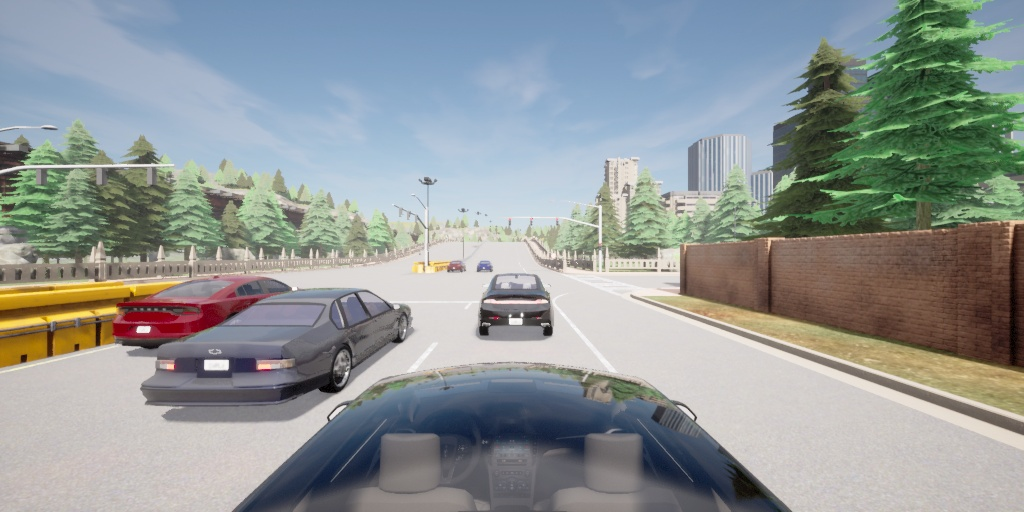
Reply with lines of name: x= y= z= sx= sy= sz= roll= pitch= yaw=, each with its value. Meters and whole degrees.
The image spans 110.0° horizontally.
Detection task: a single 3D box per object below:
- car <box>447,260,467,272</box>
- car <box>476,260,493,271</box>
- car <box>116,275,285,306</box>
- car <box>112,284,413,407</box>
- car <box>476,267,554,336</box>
car: x=-6.905 y=1.276 z=44.944 sx=1.812 sy=1.442 sz=4.674 roll=0 pitch=0 yaw=0
car: x=-3.409 y=1.276 z=45.580 sx=1.812 sy=1.442 sz=4.674 roll=0 pitch=0 yaw=0
car: x=-6.901 y=1.228 z=9.192 sx=1.882 sy=1.535 sz=5.008 roll=0 pitch=0 yaw=0
car: x=-3.400 y=1.297 z=6.630 sx=2.033 sy=1.411 sz=5.357 roll=0 pitch=0 yaw=0
car: x=0.127 y=1.242 z=10.377 sx=2.128 sy=1.511 sz=4.902 roll=0 pitch=0 yaw=1
